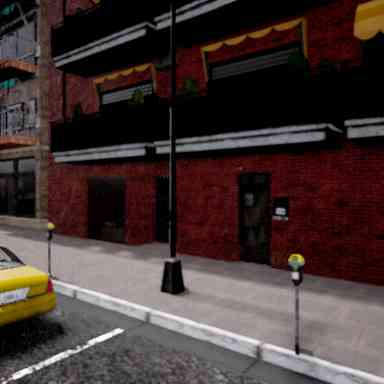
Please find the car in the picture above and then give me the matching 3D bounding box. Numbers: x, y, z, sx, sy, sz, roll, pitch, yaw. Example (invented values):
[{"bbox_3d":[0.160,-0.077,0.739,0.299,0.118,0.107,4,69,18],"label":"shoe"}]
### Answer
[{"bbox_3d":[-4.429,1.401,6.057,4.829,1.417,1.752,1,0,36],"label":"car"}]
